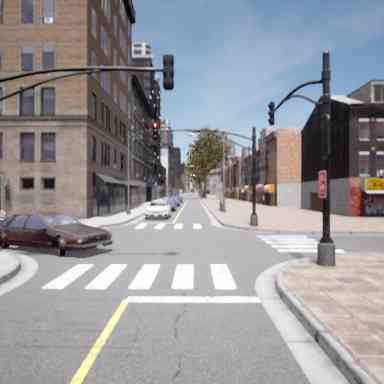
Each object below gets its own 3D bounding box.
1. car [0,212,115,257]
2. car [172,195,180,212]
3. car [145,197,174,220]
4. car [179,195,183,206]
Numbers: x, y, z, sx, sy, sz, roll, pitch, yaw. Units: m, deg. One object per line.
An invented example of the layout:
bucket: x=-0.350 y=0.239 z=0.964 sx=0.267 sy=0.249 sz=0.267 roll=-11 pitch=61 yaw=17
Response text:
car: x=-5.623 y=1.483 z=12.770 sx=5.357 sy=1.411 sz=2.033 roll=1 pitch=0 yaw=25
car: x=-2.721 y=1.431 z=37.473 sx=2.033 sy=1.411 sz=5.357 roll=0 pitch=0 yaw=0
car: x=-2.755 y=1.441 z=27.694 sx=1.812 sy=1.442 sz=4.674 roll=0 pitch=0 yaw=0
car: x=-2.653 y=1.379 z=47.772 sx=1.812 sy=1.442 sz=4.674 roll=0 pitch=0 yaw=1
